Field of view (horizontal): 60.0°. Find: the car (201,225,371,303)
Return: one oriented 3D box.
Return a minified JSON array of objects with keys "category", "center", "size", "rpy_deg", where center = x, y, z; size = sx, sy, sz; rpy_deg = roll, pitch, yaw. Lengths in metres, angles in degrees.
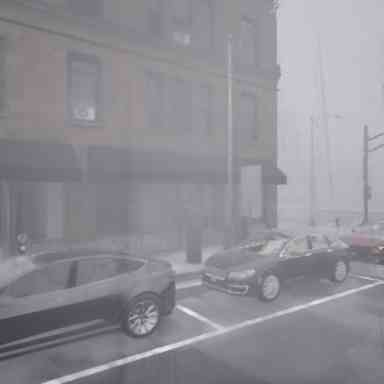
[{"category":"car","center":[2.234,1.614,8.254],"size":[4.403,1.369,2.008],"rpy_deg":[1,-1,-35]}]

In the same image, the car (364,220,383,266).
[{"category":"car","center":[6.717,1.661,11.450],"size":[4.507,1.381,1.887],"rpy_deg":[1,-1,-35]}]

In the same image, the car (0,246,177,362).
[{"category":"car","center":[-2.248,1.576,5.058],"size":[4.313,1.339,1.947],"rpy_deg":[1,-1,-35]}]
